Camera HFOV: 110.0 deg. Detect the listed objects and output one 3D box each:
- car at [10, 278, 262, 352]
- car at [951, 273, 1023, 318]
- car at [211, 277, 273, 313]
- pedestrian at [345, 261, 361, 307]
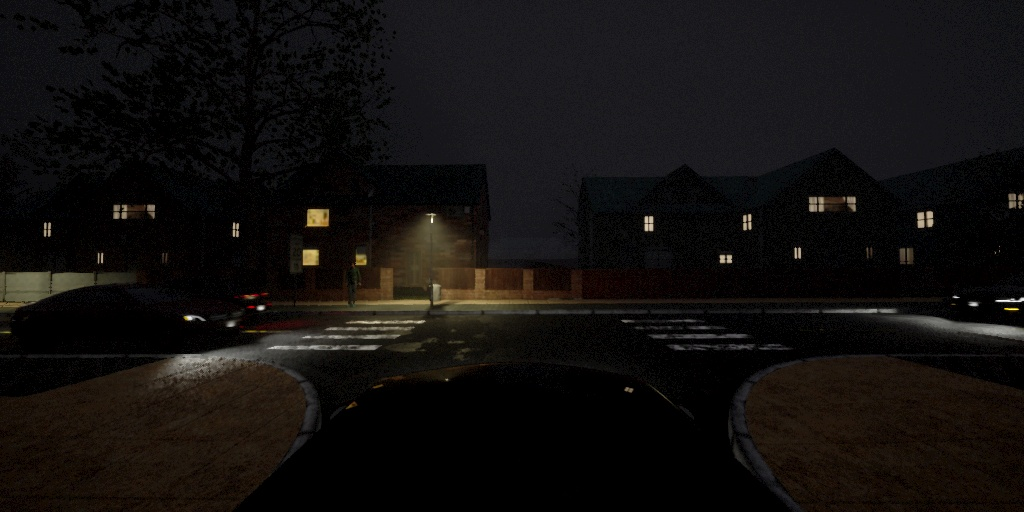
[{"bbox_3d":[-9.035,1.373,8.627,4.674,1.442,1.812,-1,-1,2],"label":"car"},{"bbox_3d":[16.403,1.198,10.790,4.892,1.490,1.837,0,-1,2],"label":"car"},{"bbox_3d":[-10.490,1.443,11.624,4.892,1.490,1.837,-1,-1,2],"label":"car"},{"bbox_3d":[-6.451,1.113,14.418,0.375,1.860,0.375,0,-1,2],"label":"pedestrian"}]
